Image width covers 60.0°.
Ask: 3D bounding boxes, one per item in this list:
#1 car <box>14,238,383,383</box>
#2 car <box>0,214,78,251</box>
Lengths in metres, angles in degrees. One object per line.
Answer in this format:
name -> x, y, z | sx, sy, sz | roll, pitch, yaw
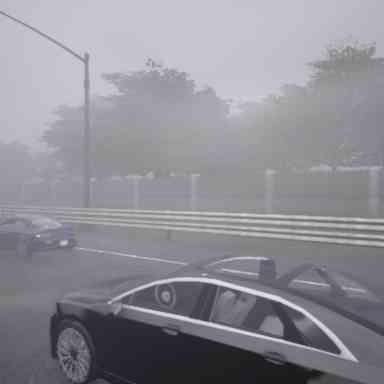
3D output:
car -> 0.352, 1.491, 3.719 | 4.902, 1.511, 2.128 | 0, 0, 36
car -> -6.252, 1.567, 12.644 | 4.674, 1.442, 1.812 | 0, 0, 35
